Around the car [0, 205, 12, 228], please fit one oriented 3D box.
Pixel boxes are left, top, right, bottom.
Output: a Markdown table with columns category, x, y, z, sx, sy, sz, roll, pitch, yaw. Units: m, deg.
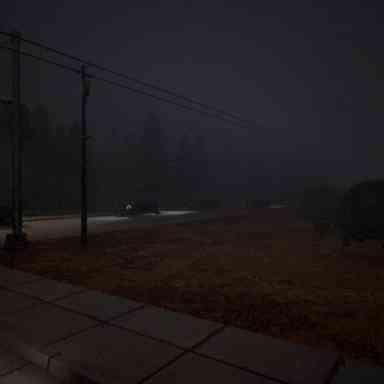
| category | x | y | z | sx | sy | sz | roll | pitch | yaw |
| --- | --- | --- | --- | --- | --- | --- | --- | --- | --- |
| car | -13.035 | 1.542 | 20.277 | 1.837 | 1.490 | 4.892 | 0 | 0 | 37 |

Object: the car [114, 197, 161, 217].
| category | x | y | z | sx | sy | sz | roll | pitch | yaw |
| --- | --- | --- | --- | --- | --- | --- | --- | --- | --- |
| car | -5.046 | 1.318 | 31.056 | 2.097 | 1.767 | 4.553 | 0 | 0 | 37 |

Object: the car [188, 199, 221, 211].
| category | x | y | z | sx | sy | sz | roll | pitch | yaw |
| --- | --- | --- | --- | --- | --- | --- | --- | --- | --- |
| car | 1.539 | 1.510 | 39.923 | 1.895 | 1.301 | 4.718 | 0 | 0 | 37 |

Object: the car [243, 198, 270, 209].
| category | x | y | z | sx | sy | sz | roll | pitch | yaw |
| --- | --- | --- | --- | --- | --- | --- | --- | --- | --- |
| car | 8.428 | 1.467 | 43.024 | 1.895 | 1.301 | 4.718 | 0 | 0 | 37 |
